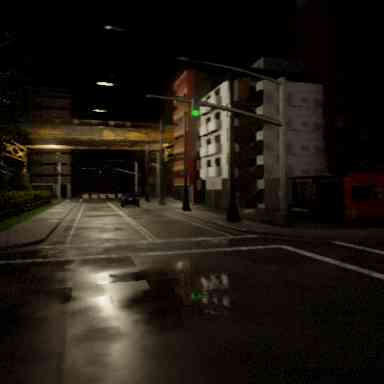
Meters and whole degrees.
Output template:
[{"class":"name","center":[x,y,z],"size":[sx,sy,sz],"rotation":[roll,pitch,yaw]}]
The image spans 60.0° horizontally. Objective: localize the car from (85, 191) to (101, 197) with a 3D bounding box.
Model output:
[{"class":"car","center":[-22.968,0.447,77.309],"size":[1.853,1.218,4.536],"rotation":[0,1,8]}]

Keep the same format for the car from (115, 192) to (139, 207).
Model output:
[{"class":"car","center":[-7.704,0.860,40.268],"size":[2.097,1.767,4.553],"rotation":[-1,1,-17]}]

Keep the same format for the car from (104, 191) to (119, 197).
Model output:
[{"class":"car","center":[-18.939,0.392,78.225],"size":[1.853,1.218,4.536],"rotation":[-1,1,-37]}]

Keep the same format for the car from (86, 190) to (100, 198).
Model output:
[{"class":"car","center":[-22.973,0.606,77.260],"size":[2.038,1.542,4.974],"rotation":[0,1,8]}]

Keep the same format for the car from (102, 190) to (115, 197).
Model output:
[{"class":"car","center":[-18.906,0.550,78.186],"size":[2.038,1.542,4.974],"rotation":[-1,1,-37]}]
